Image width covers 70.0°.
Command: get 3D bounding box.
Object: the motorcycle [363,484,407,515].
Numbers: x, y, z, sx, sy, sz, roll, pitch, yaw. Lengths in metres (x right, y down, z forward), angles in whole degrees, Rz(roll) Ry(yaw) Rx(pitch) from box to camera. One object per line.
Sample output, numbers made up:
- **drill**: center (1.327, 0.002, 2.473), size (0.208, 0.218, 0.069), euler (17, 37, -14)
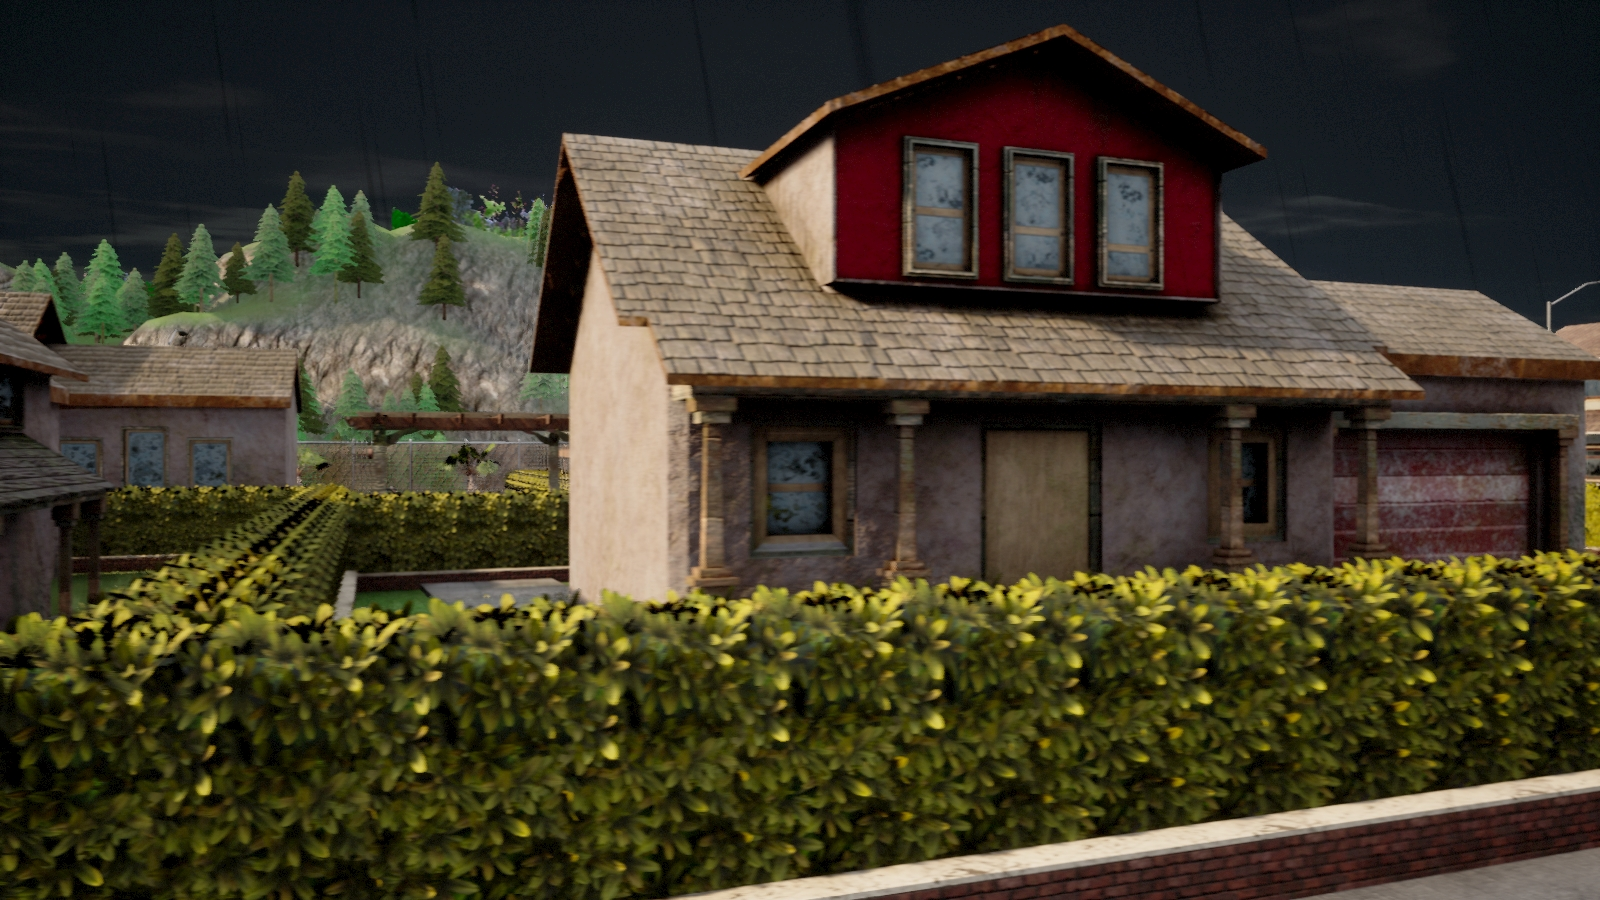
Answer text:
- **motorcycle**: center (-18.138, 2.142, 49.955), size (1.805, 1.316, 0.856), euler (0, 0, -20)
